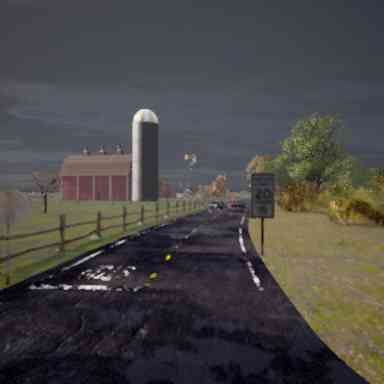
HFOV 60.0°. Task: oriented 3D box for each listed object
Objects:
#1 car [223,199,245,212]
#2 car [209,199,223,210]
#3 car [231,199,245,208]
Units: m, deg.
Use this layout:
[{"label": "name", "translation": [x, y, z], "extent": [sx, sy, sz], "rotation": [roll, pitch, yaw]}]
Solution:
[{"label": "car", "translation": [5.595, 1.718, 43.226], "extent": [2.128, 1.511, 4.902], "rotation": [0, 0, 10]}, {"label": "car", "translation": [3.629, 1.734, 47.821], "extent": [2.128, 1.511, 4.902], "rotation": [0, 0, 10]}, {"label": "car", "translation": [7.442, 1.859, 53.484], "extent": [1.994, 1.385, 4.181], "rotation": [0, 0, 10]}]
